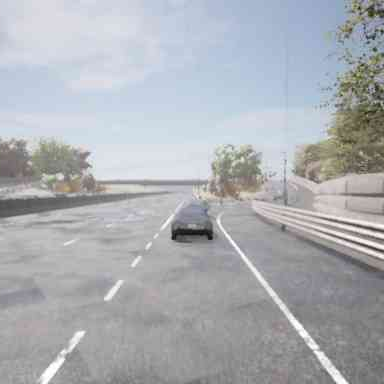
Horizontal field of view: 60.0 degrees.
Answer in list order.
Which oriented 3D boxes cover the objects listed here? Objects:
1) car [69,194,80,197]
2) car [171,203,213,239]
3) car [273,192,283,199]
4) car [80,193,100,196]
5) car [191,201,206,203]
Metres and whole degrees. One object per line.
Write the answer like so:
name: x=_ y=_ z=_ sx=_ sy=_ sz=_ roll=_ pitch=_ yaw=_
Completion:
car: x=-28.021 y=1.130 z=80.032 sx=2.033 sy=1.411 sz=5.357 roll=0 pitch=0 yaw=0
car: x=0.017 y=1.475 z=16.868 sx=1.994 sy=1.385 sz=4.181 roll=0 pitch=0 yaw=0
car: x=22.802 y=1.331 z=88.650 sx=1.882 sy=1.535 sz=5.008 roll=0 pitch=3 yaw=20
car: x=-24.521 y=1.131 z=80.033 sx=2.033 sy=1.411 sz=5.357 roll=0 pitch=0 yaw=0
car: x=0.510 y=1.421 z=27.246 sx=1.994 sy=1.385 sz=4.181 roll=0 pitch=0 yaw=5
